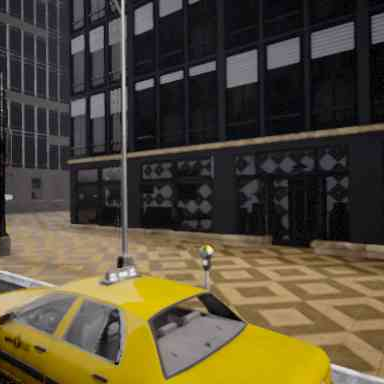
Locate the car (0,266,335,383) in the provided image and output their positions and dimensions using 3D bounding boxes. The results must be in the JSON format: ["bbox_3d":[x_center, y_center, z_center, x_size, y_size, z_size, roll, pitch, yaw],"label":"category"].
[{"bbox_3d":[-0.995,1.524,3.768,4.829,1.417,1.752,0,-1,36],"label":"car"}]
